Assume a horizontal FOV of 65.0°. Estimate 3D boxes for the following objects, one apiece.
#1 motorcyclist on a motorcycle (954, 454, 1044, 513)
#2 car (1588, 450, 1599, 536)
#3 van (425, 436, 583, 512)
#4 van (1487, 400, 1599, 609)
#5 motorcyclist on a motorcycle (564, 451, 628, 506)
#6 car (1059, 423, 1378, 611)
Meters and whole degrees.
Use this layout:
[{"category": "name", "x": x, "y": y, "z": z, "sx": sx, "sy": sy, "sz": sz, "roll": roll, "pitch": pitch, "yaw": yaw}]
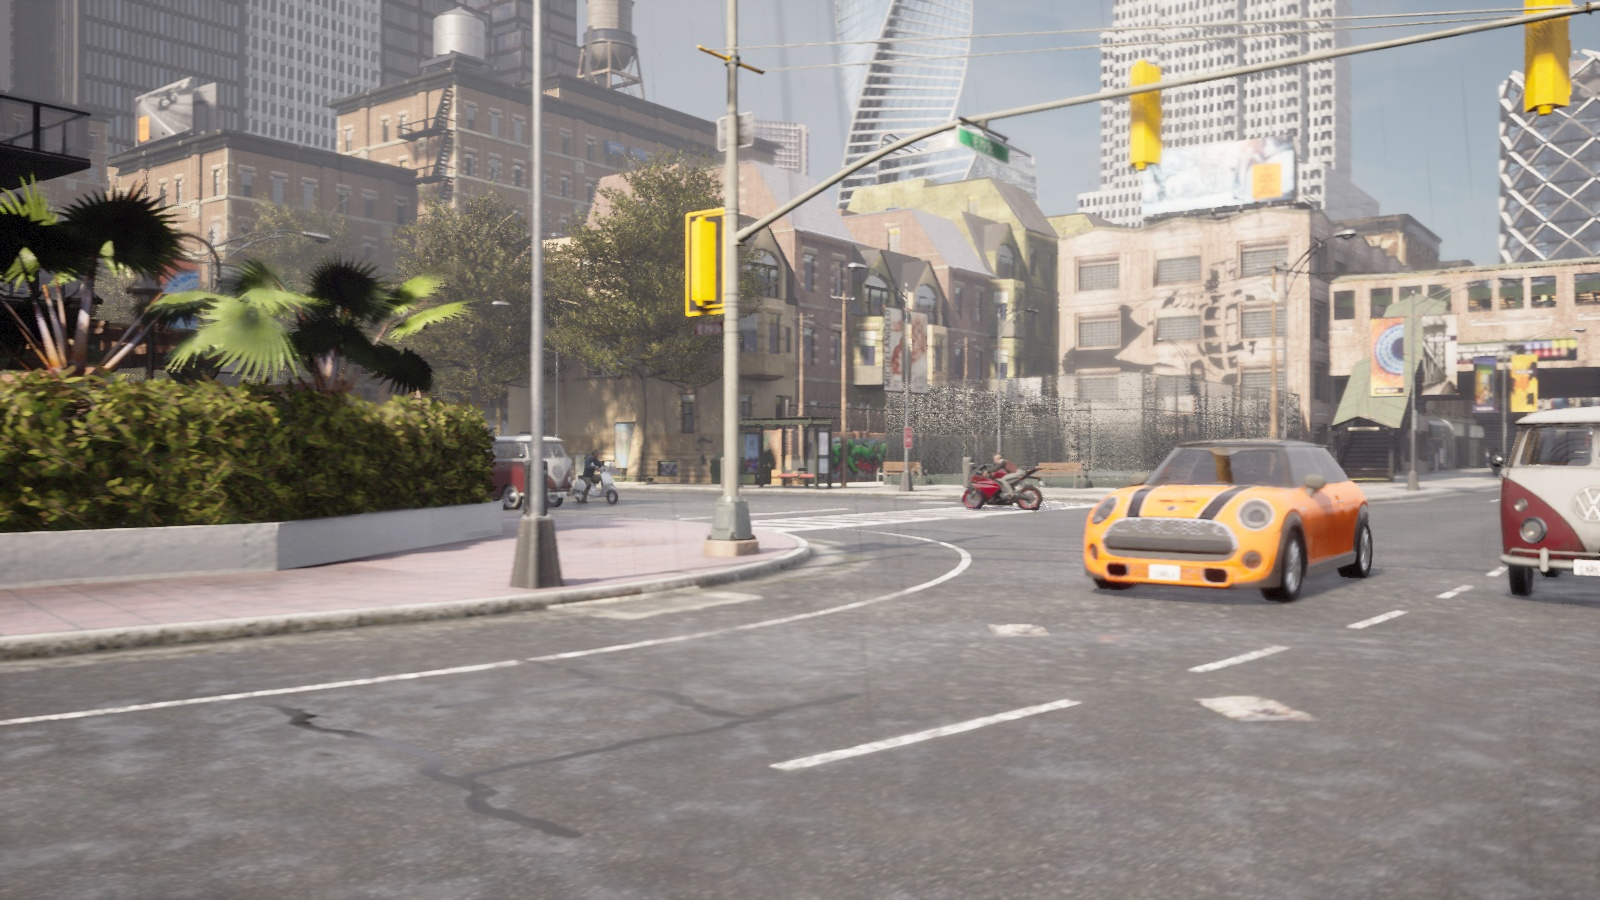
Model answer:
[{"category": "motorcyclist on a motorcycle", "x": 5.302, "y": 0.874, "z": 33.481, "sx": 2.191, "sy": 1.530, "sz": 0.866, "roll": 0, "pitch": -1, "yaw": 26}, {"category": "car", "x": 15.594, "y": 0.742, "z": 22.691, "sx": 1.970, "sy": 1.475, "sz": 3.806, "roll": 0, "pitch": 0, "yaw": 37}, {"category": "van", "x": -8.169, "y": 0.631, "z": 34.521, "sx": 4.442, "sy": 1.987, "sz": 1.775, "roll": 0, "pitch": 0, "yaw": 36}, {"category": "van", "x": 8.904, "y": 0.519, "z": 13.776, "sx": 1.775, "sy": 1.987, "sz": 4.442, "roll": 0, "pitch": 0, "yaw": 37}, {"category": "motorcyclist on a motorcycle", "x": -6.070, "y": 0.835, "z": 37.311, "sx": 1.817, "sy": 1.590, "sz": 0.866, "roll": 0, "pitch": 0, "yaw": 36}, {"category": "car", "x": 4.912, "y": 0.637, "z": 14.291, "sx": 2.097, "sy": 1.767, "sz": 4.553, "roll": 0, "pitch": 0, "yaw": 37}]
